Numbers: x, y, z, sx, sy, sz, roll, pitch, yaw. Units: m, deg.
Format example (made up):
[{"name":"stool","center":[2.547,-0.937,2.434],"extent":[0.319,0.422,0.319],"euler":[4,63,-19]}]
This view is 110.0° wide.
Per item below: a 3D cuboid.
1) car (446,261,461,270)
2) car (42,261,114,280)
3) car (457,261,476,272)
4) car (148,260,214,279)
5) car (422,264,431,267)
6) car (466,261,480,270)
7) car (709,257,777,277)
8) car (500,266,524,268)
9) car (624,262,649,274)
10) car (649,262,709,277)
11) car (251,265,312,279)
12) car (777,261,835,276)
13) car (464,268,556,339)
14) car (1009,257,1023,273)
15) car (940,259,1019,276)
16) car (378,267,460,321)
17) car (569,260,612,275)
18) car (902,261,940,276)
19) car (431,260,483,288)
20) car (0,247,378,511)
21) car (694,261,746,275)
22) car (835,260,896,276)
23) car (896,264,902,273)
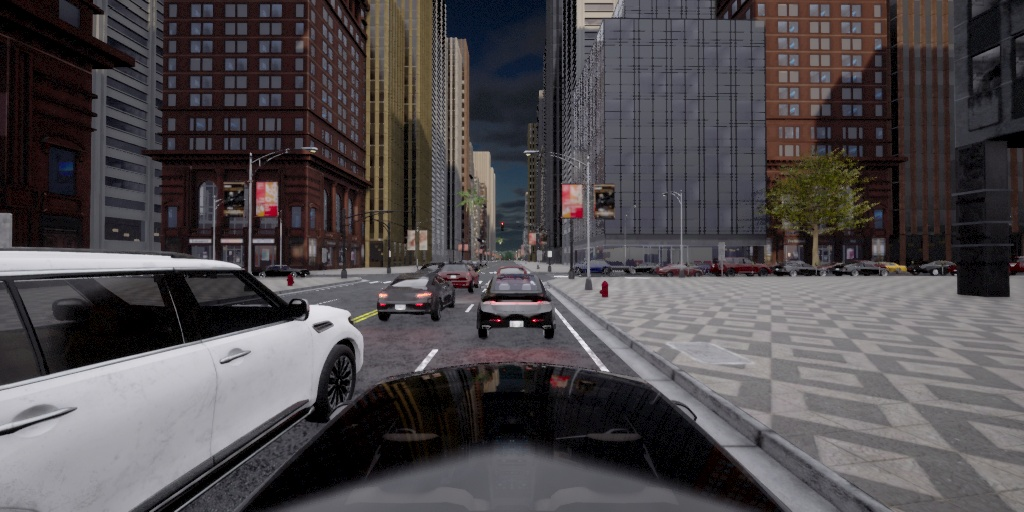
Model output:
[{"name":"car","center":[-9.840,1.559,60.884],"extent":[1.812,1.442,4.674],"euler":[0,0,0]},{"name":"car","center":[-42.278,1.370,35.021],"extent":[4.553,1.767,2.097],"euler":[0,-1,1]},{"name":"car","center":[-6.609,1.464,52.237],"extent":[2.128,1.511,4.902],"euler":[0,0,0]},{"name":"car","center":[-32.225,1.324,35.001],"extent":[4.553,1.767,2.097],"euler":[0,-1,0]},{"name":"car","center":[-6.234,1.325,28.386],"extent":[1.837,1.490,4.892],"euler":[-2,-1,13]},{"name":"car","center":[-6.590,1.562,61.337],"extent":[1.812,1.442,4.674],"euler":[0,0,0]},{"name":"car","center":[20.948,1.041,33.061],"extent":[5.009,1.841,2.192],"euler":[0,0,-1]},{"name":"car","center":[-0.004,1.260,19.612],"extent":[1.882,1.535,5.008],"euler":[0,0,0]},{"name":"car","center":[15.177,1.413,41.495],"extent":[4.313,1.339,1.948],"euler":[0,0,-1]},{"name":"car","center":[15.309,1.328,32.972],"extent":[4.207,1.307,1.802],"euler":[0,0,-1]},{"name":"car","center":[-22.407,1.528,34.992],"extent":[4.718,1.301,1.895],"euler":[0,-1,-3]},{"name":"car","center":[26.585,1.276,33.149],"extent":[4.313,1.339,1.948],"euler":[0,0,-1]},{"name":"car","center":[0.097,1.249,10.112],"extent":[2.128,1.511,4.902],"euler":[0,0,0]},{"name":"car","center":[49.136,0.973,33.505],"extent":[5.009,1.841,2.192],"euler":[0,0,-1]},{"name":"car","center":[43.498,1.214,33.416],"extent":[4.507,1.381,1.888],"euler":[0,0,-1]},{"name":"car","center":[-3.152,1.288,12.423],"extent":[1.812,1.442,4.674],"euler":[0,0,0]},{"name":"car","center":[8.453,1.195,38.977],"extent":[4.553,1.767,2.097],"euler":[0,-1,4]},{"name":"car","center":[42.847,1.206,36.032],"extent":[4.892,1.490,1.837],"euler":[0,-1,-1]},{"name":"car","center":[-3.153,1.142,21.404],"extent":[2.097,1.767,4.553],"euler":[0,0,0]},{"name":"car","center":[-3.155,0.972,2.644],"extent":[2.150,2.045,5.566],"euler":[0,0,0]},{"name":"car","center":[22.486,1.316,38.856],"extent":[4.674,1.442,1.812],"euler":[0,-1,-1]},{"name":"car","center":[32.222,1.260,33.238],"extent":[4.313,1.339,1.948],"euler":[0,0,-1]},{"name":"car","center":[43.200,1.295,41.937],"extent":[4.829,1.417,1.751],"euler":[0,0,-1]}]
